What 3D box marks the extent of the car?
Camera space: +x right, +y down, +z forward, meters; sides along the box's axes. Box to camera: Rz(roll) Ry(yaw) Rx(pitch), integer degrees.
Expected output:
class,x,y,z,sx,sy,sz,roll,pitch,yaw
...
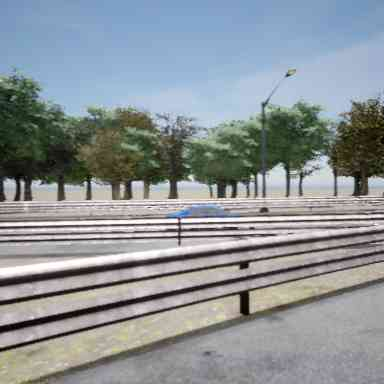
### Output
class,x,y,z,sx,sy,sz,roll,pitch,yaw
car,0.995,1.466,17.941,5.008,1.535,1.882,-1,1,-4
